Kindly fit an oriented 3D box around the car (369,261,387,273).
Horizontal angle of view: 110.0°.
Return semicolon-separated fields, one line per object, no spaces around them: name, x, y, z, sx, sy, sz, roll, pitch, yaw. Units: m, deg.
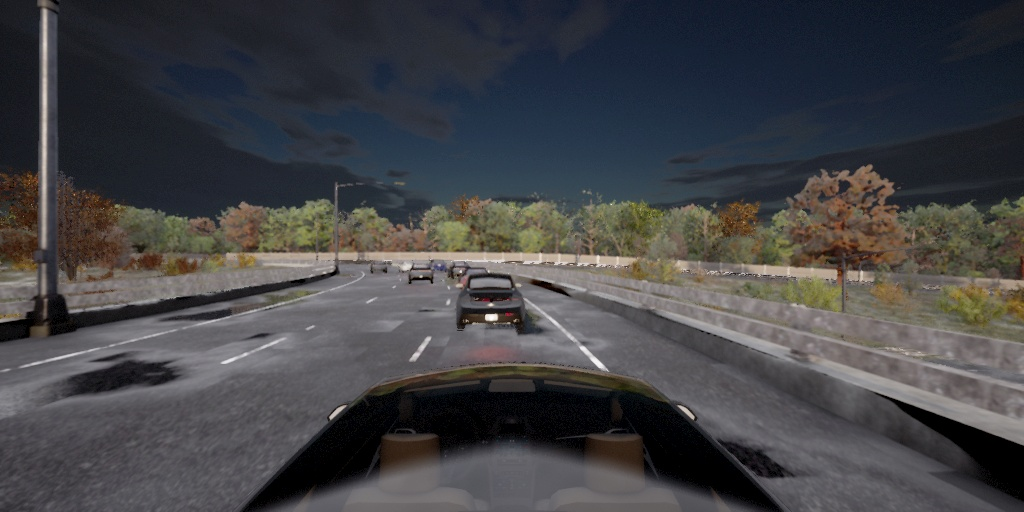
car;-16.582;1.331;44.432;2.128;1.511;4.902;0;0;-24

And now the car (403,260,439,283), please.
car;-7.204;1.297;28.362;2.128;1.511;4.902;0;0;-15

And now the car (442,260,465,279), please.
car;-4.971;1.303;33.285;2.128;1.511;4.902;0;0;-17

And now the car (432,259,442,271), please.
car;-9.839;1.192;46.415;2.097;1.767;4.553;0;0;-23

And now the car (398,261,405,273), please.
car;-13.187;1.367;45.407;1.812;1.442;4.674;0;0;-23

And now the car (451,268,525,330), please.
car;-0.709;1.272;11.219;1.837;1.490;4.892;0;0;-5

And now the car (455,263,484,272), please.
car;-2.220;1.353;21.714;1.994;1.385;4.181;0;0;-10
